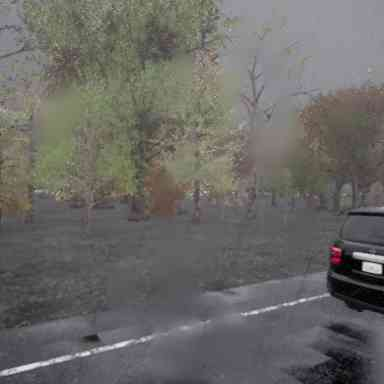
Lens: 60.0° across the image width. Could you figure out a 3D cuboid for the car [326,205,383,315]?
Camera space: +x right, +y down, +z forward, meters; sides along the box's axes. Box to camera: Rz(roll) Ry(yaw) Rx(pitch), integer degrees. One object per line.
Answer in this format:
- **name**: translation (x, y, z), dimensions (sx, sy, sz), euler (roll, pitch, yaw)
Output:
- **car**: translation (5.060, 1.275, 6.521), dimensions (5.566, 2.045, 2.150), euler (0, 0, -31)
